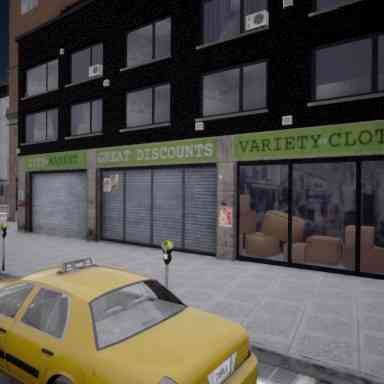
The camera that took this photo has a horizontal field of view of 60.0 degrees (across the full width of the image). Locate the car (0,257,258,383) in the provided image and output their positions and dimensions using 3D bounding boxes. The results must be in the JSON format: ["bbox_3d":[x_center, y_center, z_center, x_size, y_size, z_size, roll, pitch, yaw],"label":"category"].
[{"bbox_3d":[-1.615,1.524,4.240,4.829,1.417,1.752,0,1,35],"label":"car"}]
